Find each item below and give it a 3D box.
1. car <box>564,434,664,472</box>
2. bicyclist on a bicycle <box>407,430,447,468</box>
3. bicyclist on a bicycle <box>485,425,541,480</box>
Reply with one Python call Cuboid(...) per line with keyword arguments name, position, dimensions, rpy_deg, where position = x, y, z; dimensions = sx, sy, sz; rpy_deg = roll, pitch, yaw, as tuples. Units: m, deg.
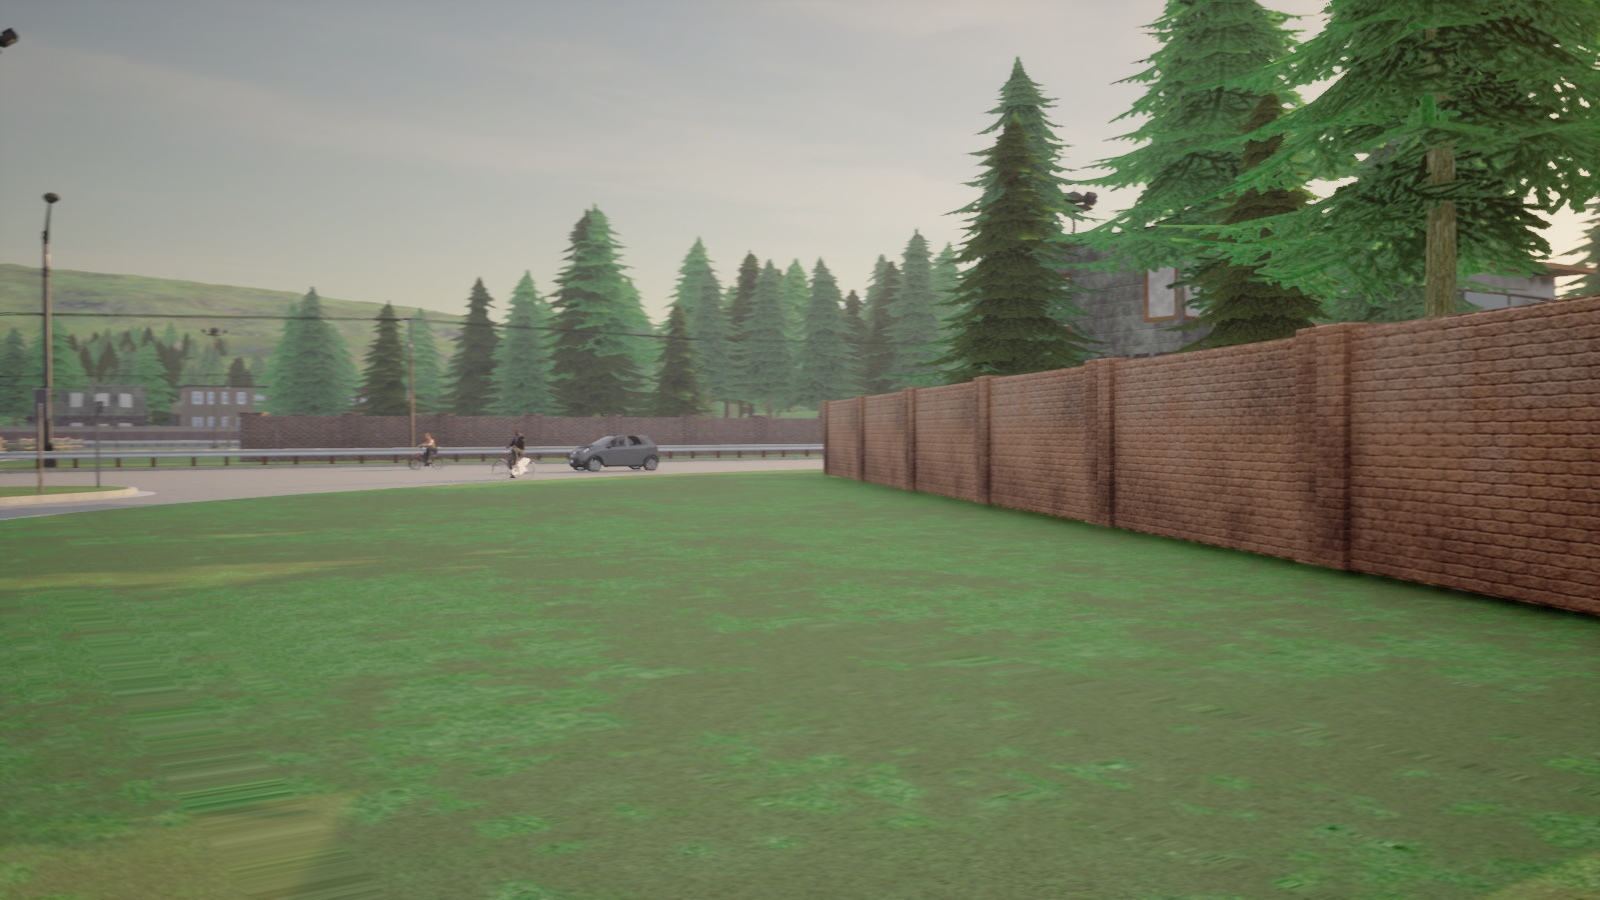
Cuboid(name="car", position=(-7.617, 0.100, 51.473), dimensions=(3.633, 1.501, 1.845), rpy_deg=(0, 1, -32))
Cuboid(name="bicyclist on a bicycle", position=(-16.136, -0.053, 54.346), dimensions=(1.509, 1.612, 0.866), rpy_deg=(0, 1, -32))
Cuboid(name="bicyclist on a bicycle", position=(-9.608, 0.077, 42.114), dimensions=(0.659, 1.776, 1.843), rpy_deg=(1, 1, 36))
